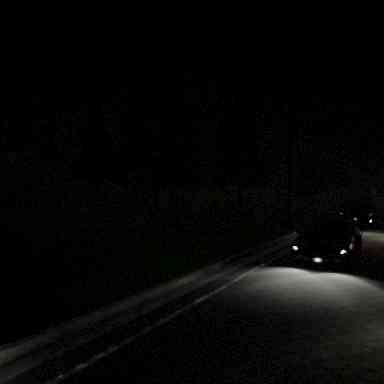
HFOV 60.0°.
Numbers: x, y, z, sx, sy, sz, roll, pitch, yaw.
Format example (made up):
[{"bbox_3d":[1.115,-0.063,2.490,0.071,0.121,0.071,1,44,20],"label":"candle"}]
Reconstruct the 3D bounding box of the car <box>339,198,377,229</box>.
[{"bbox_3d":[12.191,1.497,24.373,2.150,2.045,5.566,0,-1,31],"label":"car"}]

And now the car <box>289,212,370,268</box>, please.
[{"bbox_3d":[5.147,1.685,12.277,2.033,1.411,5.357,0,-1,31],"label":"car"}]
